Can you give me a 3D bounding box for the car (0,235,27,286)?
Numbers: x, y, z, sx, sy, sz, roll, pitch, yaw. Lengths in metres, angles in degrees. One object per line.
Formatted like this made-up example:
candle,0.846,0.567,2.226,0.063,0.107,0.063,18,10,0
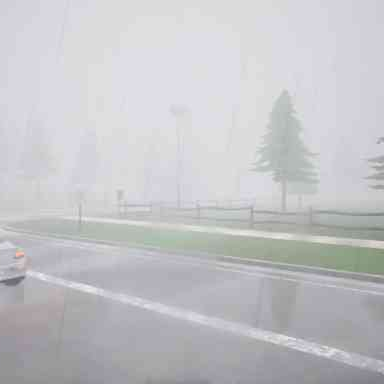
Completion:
car,-5.847,1.526,8.114,4.674,1.442,1.812,0,0,36
